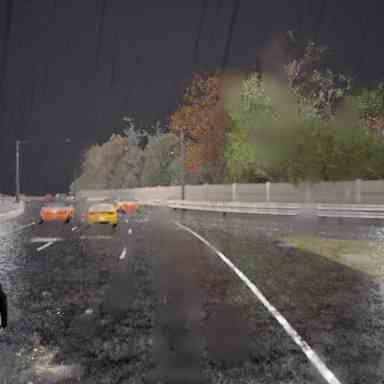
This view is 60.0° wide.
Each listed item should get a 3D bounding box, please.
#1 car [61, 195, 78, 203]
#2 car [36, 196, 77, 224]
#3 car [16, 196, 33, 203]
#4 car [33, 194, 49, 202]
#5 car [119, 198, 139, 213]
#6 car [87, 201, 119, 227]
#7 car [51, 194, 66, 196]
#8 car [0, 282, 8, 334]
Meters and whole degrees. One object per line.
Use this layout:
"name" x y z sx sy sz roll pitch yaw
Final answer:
"car" -26.184 1.868 71.952 2.128 1.511 4.902 0 0 -35
"car" -10.675 1.484 26.580 2.097 1.767 4.553 0 0 -15
"car" -38.169 1.708 74.534 5.008 1.535 1.882 0 0 43
"car" -35.678 1.776 76.993 4.181 1.385 1.994 0 0 43
"car" -7.817 1.506 40.044 2.097 1.767 4.553 0 0 -21
"car" -6.393 1.579 23.924 1.882 1.535 5.008 0 0 -13
"car" -31.301 1.431 79.289 2.150 2.045 5.566 0 0 -32
"car" -3.662 1.521 3.155 2.128 1.511 4.902 0 0 -2
